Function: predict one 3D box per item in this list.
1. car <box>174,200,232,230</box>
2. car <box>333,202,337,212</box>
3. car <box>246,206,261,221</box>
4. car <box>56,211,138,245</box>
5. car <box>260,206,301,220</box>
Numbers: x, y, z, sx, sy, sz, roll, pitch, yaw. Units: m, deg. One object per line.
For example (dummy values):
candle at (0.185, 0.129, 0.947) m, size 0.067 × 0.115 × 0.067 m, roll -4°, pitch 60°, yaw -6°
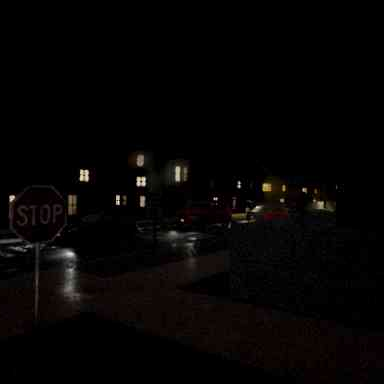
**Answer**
car at (0.984, 1.668, 25.289) m, size 2.150 × 2.045 × 5.566 m, roll 2°, pitch 0°, yaw 36°
car at (22.975, 2.482, 50.194) m, size 2.150 × 2.045 × 5.566 m, roll 2°, pitch 0°, yaw 36°
car at (7.187, 2.171, 33.712) m, size 2.128 × 1.511 × 4.902 m, roll 2°, pitch 0°, yaw 36°
car at (-4.842, 1.758, 17.344) m, size 1.812 × 1.442 × 4.674 m, roll 2°, pitch 0°, yaw 36°
car at (8.442, 2.184, 30.473) m, size 1.882 × 1.535 × 5.008 m, roll 2°, pitch 0°, yaw 36°
